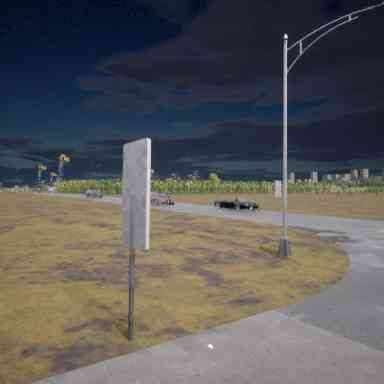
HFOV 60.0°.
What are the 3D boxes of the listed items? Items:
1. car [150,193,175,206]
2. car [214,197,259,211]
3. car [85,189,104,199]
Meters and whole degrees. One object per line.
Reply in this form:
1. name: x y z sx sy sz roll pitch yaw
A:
1. car: -3.633 0.820 36.841 1.994 1.385 4.181 1 0 -35
2. car: 4.154 1.129 31.962 1.895 1.301 4.718 2 0 -34
3. car: -16.191 0.299 54.980 1.837 1.490 4.892 1 0 -35
